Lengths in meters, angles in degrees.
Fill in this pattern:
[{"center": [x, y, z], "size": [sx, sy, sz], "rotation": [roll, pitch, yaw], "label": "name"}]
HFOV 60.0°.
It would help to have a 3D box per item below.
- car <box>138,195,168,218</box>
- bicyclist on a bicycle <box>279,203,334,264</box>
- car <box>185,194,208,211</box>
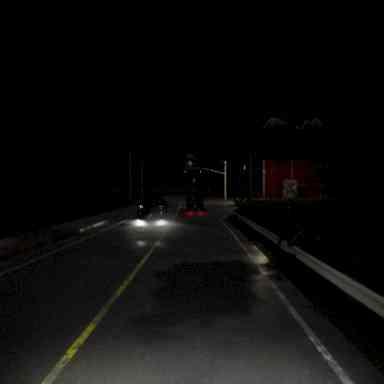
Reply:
[{"center": [-3.151, 1.174, 27.406], "size": [2.097, 1.767, 4.553], "rotation": [0, 0, -1], "label": "car"}, {"center": [3.372, 1.164, 9.396], "size": [1.656, 1.620, 0.582], "rotation": [14, 2, 1], "label": "bicyclist on a bicycle"}, {"center": [0.302, 1.249, 36.844], "size": [2.128, 1.511, 4.902], "rotation": [0, 0, -1], "label": "car"}]
